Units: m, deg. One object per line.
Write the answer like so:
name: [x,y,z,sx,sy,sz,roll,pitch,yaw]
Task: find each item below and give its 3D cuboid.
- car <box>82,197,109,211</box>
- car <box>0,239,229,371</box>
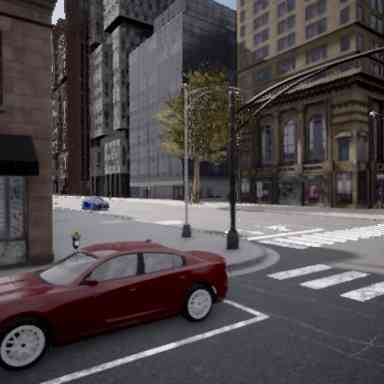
car: [-11.235,1.321,38.590,1.882,1.535,5.008,-1,1,-35]
car: [-1.400,1.556,5.666,4.507,1.381,1.887,0,-1,-36]
